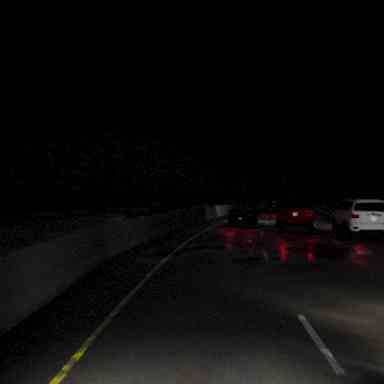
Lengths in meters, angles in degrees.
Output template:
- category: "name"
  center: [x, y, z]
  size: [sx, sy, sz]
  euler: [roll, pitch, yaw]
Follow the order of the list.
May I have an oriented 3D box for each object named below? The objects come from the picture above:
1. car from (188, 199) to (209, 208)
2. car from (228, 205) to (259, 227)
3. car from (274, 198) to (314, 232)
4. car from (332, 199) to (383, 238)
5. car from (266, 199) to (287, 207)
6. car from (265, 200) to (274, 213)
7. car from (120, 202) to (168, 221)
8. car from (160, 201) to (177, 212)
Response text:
- category: "car"
  center: [1.083, 1.949, 53.777]
  size: [2.128, 1.511, 4.902]
  euler: [0, -1, 30]
- category: "car"
  center: [3.964, 1.701, 25.071]
  size: [1.882, 1.535, 5.008]
  euler: [0, -1, 16]
- category: "car"
  center: [6.704, 1.426, 21.954]
  size: [2.150, 2.045, 5.566]
  euler: [0, -1, 15]
- category: "car"
  center: [9.522, 1.408, 18.906]
  size: [2.150, 2.045, 5.566]
  euler: [0, -1, 13]
- category: "car"
  center: [16.043, 2.089, 63.064]
  size: [1.895, 1.301, 4.718]
  euler: [0, -1, 40]
- category: "car"
  center: [10.403, 1.868, 41.292]
  size: [2.128, 1.511, 4.902]
  euler: [0, -1, 26]
- category: "car"
  center: [-3.600, 1.725, 24.679]
  size: [1.812, 1.442, 4.674]
  euler: [0, -1, 16]
- category: "car"
  center: [-3.336, 1.779, 36.685]
  size: [1.882, 1.535, 5.008]
  euler: [0, -1, 22]
